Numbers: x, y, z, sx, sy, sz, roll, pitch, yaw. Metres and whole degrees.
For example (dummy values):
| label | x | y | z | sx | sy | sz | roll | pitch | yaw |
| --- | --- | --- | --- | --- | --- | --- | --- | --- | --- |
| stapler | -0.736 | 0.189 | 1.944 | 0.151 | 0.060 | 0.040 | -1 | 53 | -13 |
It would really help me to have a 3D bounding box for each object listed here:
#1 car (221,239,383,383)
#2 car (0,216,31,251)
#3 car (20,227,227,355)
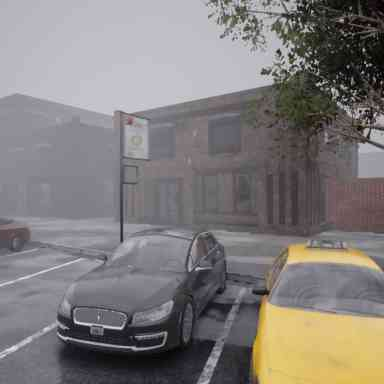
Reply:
| label | x | y | z | sx | sy | sz | roll | pitch | yaw |
| --- | --- | --- | --- | --- | --- | --- | --- | --- | --- |
| car | 1.865 | 1.481 | 4.541 | 1.946 | 1.575 | 5.366 | 1 | -1 | 16 |
| car | -7.836 | 1.530 | 11.717 | 2.002 | 1.452 | 4.674 | 1 | -1 | 16 |
| car | -0.521 | 1.488 | 6.473 | 2.231 | 1.521 | 4.892 | 1 | -1 | 16 |
